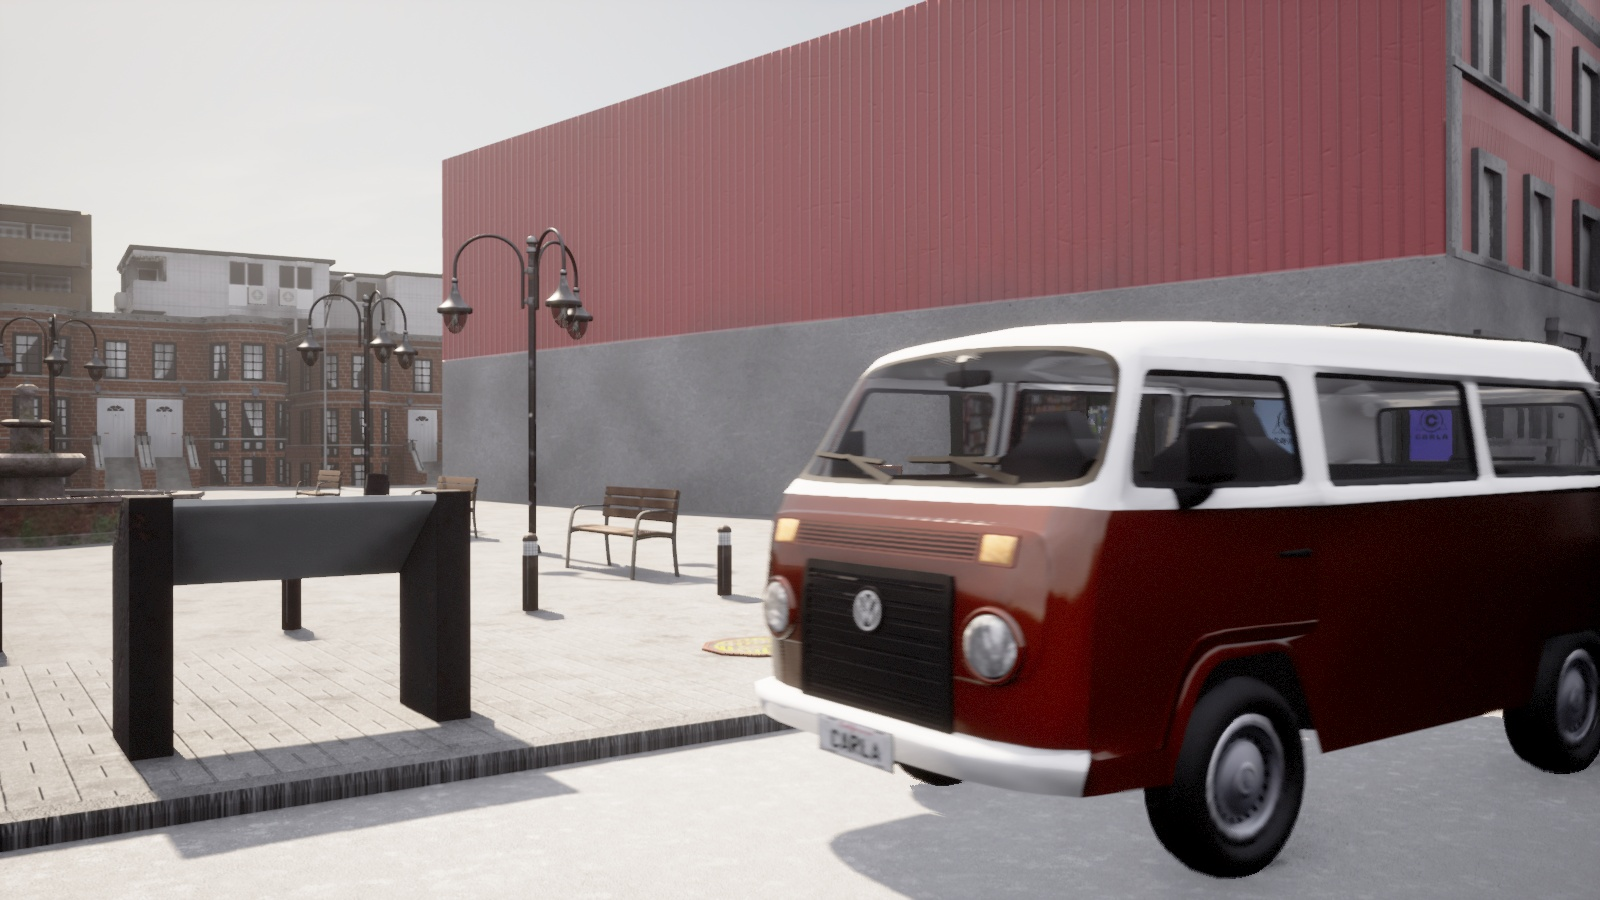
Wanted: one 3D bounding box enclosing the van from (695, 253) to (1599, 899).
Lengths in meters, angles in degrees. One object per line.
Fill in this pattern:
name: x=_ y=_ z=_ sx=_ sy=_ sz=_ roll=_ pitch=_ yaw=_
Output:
van: x=1.998 y=0.458 z=5.661 sx=4.480 sy=2.038 sz=2.069 roll=0 pitch=0 yaw=-35
